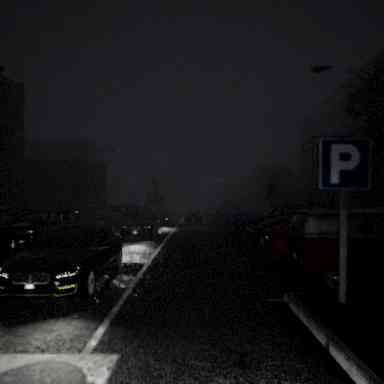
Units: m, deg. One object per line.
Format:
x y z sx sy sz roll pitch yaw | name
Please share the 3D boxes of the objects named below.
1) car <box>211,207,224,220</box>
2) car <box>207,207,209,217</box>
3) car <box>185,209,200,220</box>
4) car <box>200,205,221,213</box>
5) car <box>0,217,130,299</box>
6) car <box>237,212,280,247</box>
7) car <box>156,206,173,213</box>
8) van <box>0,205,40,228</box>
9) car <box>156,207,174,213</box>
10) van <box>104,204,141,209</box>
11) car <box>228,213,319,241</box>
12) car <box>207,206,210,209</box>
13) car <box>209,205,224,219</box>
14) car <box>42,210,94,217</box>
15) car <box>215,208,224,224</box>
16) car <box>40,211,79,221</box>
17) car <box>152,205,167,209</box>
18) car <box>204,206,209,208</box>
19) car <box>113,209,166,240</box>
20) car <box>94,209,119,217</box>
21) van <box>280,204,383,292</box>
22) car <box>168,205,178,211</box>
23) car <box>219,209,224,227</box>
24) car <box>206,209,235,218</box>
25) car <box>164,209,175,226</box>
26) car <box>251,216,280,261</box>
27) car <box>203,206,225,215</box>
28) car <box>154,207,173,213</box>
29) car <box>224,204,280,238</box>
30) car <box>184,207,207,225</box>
4.888 2.556 33.565 5.366 1.575 1.946 0 -2 0 | car
4.711 2.906 41.938 4.892 1.521 2.231 0 -2 0 | car
0.087 3.156 46.686 2.033 1.411 5.357 0 -2 0 | car
4.768 4.499 86.609 5.566 2.045 2.435 0 -2 0 | car
-3.089 1.602 8.755 1.837 1.490 4.892 0 -1 0 | car
4.668 1.758 14.085 5.008 1.535 2.097 0 -2 0 | car
-7.557 4.781 91.190 4.553 1.767 2.185 0 -2 0 | car
-7.783 1.397 11.023 4.442 1.987 1.878 0 -2 0 | van
-7.528 5.024 93.995 4.892 1.521 2.231 0 -2 0 | car
-7.739 2.405 36.109 4.442 1.987 1.878 0 -2 0 | van
4.649 2.012 19.607 4.792 1.488 2.163 0 -2 0 | car
4.728 3.021 44.730 4.892 1.521 2.231 0 -2 0 | car
4.680 2.664 39.154 4.553 1.767 2.185 0 -2 0 | car
-7.626 1.699 16.582 4.553 1.767 2.185 0 -2 0 | car
4.878 2.326 27.982 5.366 1.575 1.946 0 -2 0 | car
-7.667 1.714 13.789 5.008 1.535 2.097 0 -2 0 | car
-7.580 4.049 76.516 5.566 2.045 2.435 0 -2 0 | car
4.727 3.256 50.437 5.008 1.535 2.097 0 -2 0 | car
-3.063 2.005 20.347 2.128 1.511 4.902 0 -3 0 | car
-7.618 2.090 22.281 4.792 1.488 2.163 0 -2 0 | car
4.776 1.364 8.475 4.442 1.987 1.878 0 -2 0 | van
-2.898 3.422 61.471 1.895 1.301 4.718 0 -2 0 | car
4.717 2.242 25.190 4.792 1.488 2.163 0 -2 0 | car
4.739 3.521 55.893 4.674 1.452 2.002 0 -2 0 | car
-3.013 2.614 32.462 1.895 1.301 4.718 0 -2 1 | car
4.693 1.691 11.254 4.792 1.488 2.163 0 -2 0 | car
4.803 4.048 72.647 4.553 1.767 2.185 0 -2 0 | car
-7.561 4.815 88.248 4.792 1.488 2.163 0 -2 0 | car
4.645 1.616 16.828 5.566 2.045 2.435 0 -2 0 | car
0.155 2.627 35.215 2.128 1.511 4.902 0 -2 0 | car
